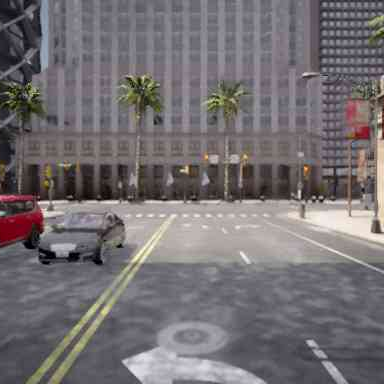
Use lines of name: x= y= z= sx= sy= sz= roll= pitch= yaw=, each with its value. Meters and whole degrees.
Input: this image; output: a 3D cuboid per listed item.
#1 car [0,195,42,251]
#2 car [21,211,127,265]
car: x=-7.059 y=1.163 z=11.252 sx=2.150 sy=2.045 sz=5.566 roll=0 pitch=1 yaw=1
car: x=-3.561 y=1.436 z=11.595 sx=2.128 sy=1.511 sz=4.902 roll=0 pitch=0 yaw=0
